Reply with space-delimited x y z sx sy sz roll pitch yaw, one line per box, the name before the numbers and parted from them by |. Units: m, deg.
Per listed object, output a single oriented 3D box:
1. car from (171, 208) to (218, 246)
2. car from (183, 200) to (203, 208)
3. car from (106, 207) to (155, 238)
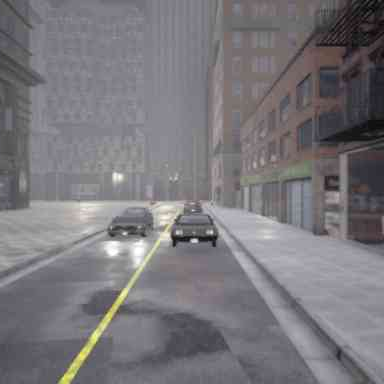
car | 0.098 1.600 15.157 1.895 1.301 4.718 0 0 0
car | 0.094 1.524 32.986 1.812 1.442 4.674 0 0 0
car | -3.103 1.546 18.046 2.033 1.411 5.357 0 0 0
